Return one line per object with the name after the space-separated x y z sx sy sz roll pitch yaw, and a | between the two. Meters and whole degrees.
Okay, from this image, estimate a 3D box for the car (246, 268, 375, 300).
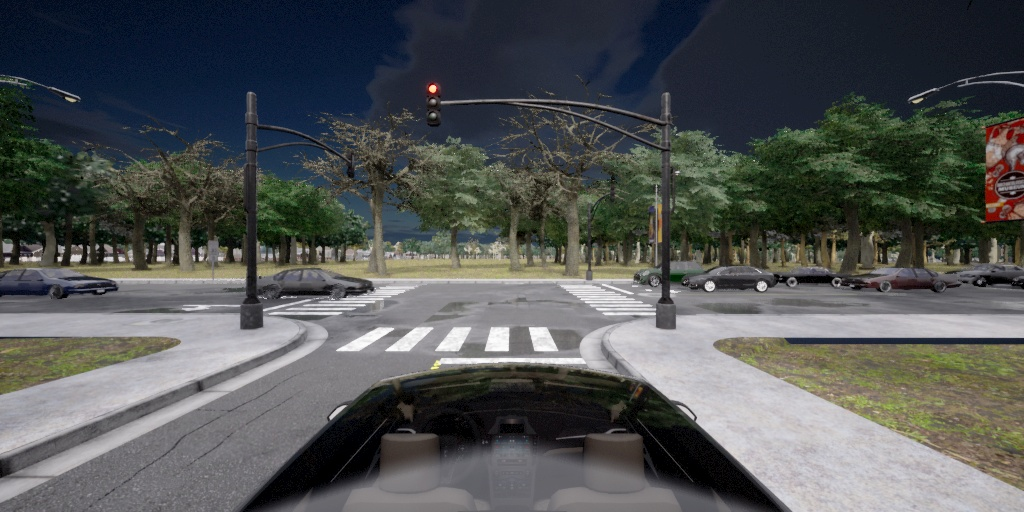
-9.501 1.288 17.105 5.357 1.411 2.033 0 0 0 | car

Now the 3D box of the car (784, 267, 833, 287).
19.462 1.371 23.820 4.718 1.301 1.895 0 0 0 | car

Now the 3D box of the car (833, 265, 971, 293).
22.187 1.326 20.569 5.357 1.411 2.033 0 0 0 | car

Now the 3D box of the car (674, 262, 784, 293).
12.326 1.269 20.565 4.892 1.490 1.837 0 0 0 | car

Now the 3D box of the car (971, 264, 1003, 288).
31.538 1.280 23.815 4.902 1.511 2.128 0 0 0 | car

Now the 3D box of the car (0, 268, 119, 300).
-22.257 1.275 17.098 5.357 1.411 2.033 0 0 0 | car

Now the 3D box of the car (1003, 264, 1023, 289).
32.403 1.343 20.564 5.357 1.411 2.033 0 0 0 | car

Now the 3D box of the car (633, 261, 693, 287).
10.478 1.109 23.813 4.553 1.767 2.097 0 0 0 | car
